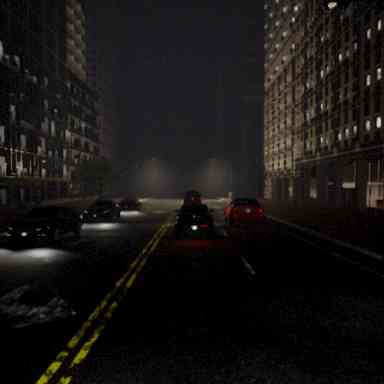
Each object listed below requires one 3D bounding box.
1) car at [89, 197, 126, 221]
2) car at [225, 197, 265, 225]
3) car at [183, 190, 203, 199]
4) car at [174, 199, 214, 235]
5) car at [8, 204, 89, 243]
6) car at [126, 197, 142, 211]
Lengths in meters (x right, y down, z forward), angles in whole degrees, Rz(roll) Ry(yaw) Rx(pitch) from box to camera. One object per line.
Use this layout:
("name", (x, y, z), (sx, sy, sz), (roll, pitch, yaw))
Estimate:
("car", (-6.541, 1.306, 24.747), (1.812, 1.442, 4.674), (0, 1, 0))
("car", (3.379, 1.123, 22.119), (2.097, 1.767, 4.553), (0, 1, 0))
("car", (0.090, 0.818, 40.282), (2.150, 2.045, 5.566), (0, 1, 1))
("car", (0.122, 1.335, 17.481), (1.837, 1.490, 4.892), (0, 1, 0))
("car", (-6.579, 1.380, 15.455), (1.837, 1.490, 4.892), (0, 1, 0))
("car", (-6.456, 1.241, 34.735), (1.994, 1.385, 4.181), (0, 1, 0))
